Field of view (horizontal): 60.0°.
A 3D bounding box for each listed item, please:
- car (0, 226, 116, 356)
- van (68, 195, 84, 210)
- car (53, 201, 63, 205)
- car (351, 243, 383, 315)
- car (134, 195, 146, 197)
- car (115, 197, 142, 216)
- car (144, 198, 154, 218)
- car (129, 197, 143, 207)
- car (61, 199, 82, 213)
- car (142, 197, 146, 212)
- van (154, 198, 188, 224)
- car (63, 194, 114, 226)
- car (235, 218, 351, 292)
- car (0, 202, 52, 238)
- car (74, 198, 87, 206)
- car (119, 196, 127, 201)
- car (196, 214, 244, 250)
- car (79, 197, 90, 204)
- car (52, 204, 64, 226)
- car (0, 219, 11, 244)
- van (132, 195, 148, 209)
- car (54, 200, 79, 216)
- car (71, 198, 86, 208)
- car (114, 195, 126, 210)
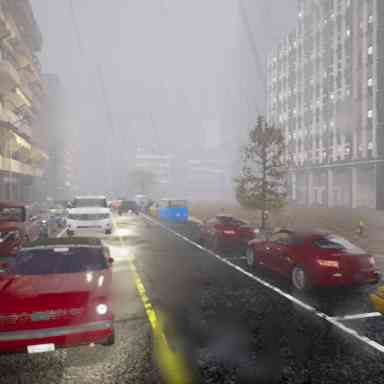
[{"bbox_3d":[-2.421,1.601,6.193,1.895,1.301,4.718,0,0,-15],"label":"car"},{"bbox_3d":[-15.329,1.361,43.945,1.690,1.788,3.998,0,0,-15],"label":"van"},{"bbox_3d":[-9.555,1.554,22.606,2.008,1.369,4.403,0,0,-15],"label":"car"},{"bbox_3d":[4.262,1.527,3.617,1.752,1.417,4.829,0,0,-15],"label":"car"},{"bbox_3d":[-5.795,1.457,40.797,1.967,1.590,4.097,0,0,-15],"label":"car"},{"bbox_3d":[-6.376,1.515,33.018,1.837,1.490,4.892,0,0,-15],"label":"car"},{"bbox_3d":[-2.953,1.534,30.291,1.752,1.417,4.829,0,0,-15],"label":"car"},{"bbox_3d":[-8.726,1.554,51.631,1.752,1.417,4.829,0,0,-15],"label":"car"},{"bbox_3d":[-13.884,1.559,38.610,1.887,1.381,4.507,0,0,-15],"label":"car"},{"bbox_3d":[-4.352,1.578,35.463,1.947,1.339,4.313,0,0,-15],"label":"car"},{"bbox_3d":[-1.467,1.346,24.793,1.690,1.788,3.998,0,0,-15],"label":"van"},{"bbox_3d":[-5.764,1.224,18.912,2.150,2.045,5.566,0,0,-15],"label":"car"},{"bbox_3d":[2.863,1.583,8.789,1.802,1.307,4.206,0,0,-15],"label":"car"},{"bbox_3d":[-6.671,1.315,11.935,2.192,1.841,5.009,0,0,-15],"label":"car"},{"bbox_3d":[-18.213,1.614,54.614,1.802,1.307,4.206,0,0,-15],"label":"car"},{"bbox_3d":[-17.339,1.619,83.477,1.887,1.381,4.507,0,0,-15],"label":"car"},{"bbox_3d":[1.420,1.584,14.123,1.802,1.307,4.206,0,0,-15],"label":"car"},{"bbox_3d":[-21.099,1.612,65.284,1.947,1.339,4.313,0,0,-15],"label":"car"},{"bbox_3d":[-8.112,1.552,17.271,2.008,1.369,4.403,0,0,-15],"label":"car"},{"bbox_3d":[-5.182,1.524,6.437,1.752,1.417,4.829,0,0,-15],"label":"car"},{"bbox_3d":[-7.240,1.363,46.133,1.690,1.788,3.998,0,0,-15],"label":"van"},{"bbox_3d":[-12.441,1.576,33.275,1.947,1.339,4.313,0,0,-15],"label":"car"},{"bbox_3d":[-16.770,1.608,49.279,1.802,1.307,4.206,0,0,-15],"label":"car"},{"bbox_3d":[-9.110,1.371,43.067,2.097,1.767,4.553,0,0,-15],"label":"car"}]
